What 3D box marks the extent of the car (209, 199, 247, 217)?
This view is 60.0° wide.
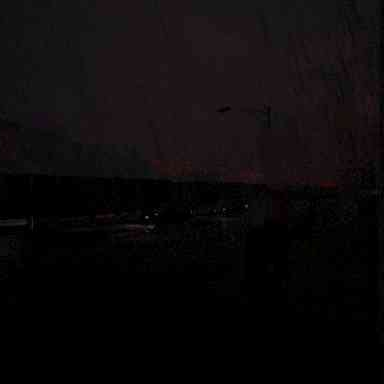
[{"bbox_3d":[3.386,1.391,30.416,1.837,1.490,4.892,1,0,35],"label":"car"}]

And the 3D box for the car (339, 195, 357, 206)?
[{"bbox_3d":[25.539,1.270,54.291,2.097,1.767,4.553,1,0,35],"label":"car"}]

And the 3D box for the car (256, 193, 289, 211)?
[{"bbox_3d":[9.519,1.107,39.000,2.150,2.045,5.566,1,0,36],"label":"car"}]

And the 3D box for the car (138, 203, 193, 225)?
[{"bbox_3d":[-1.771,1.450,23.175,1.994,1.385,4.181,1,0,35],"label":"car"}]
